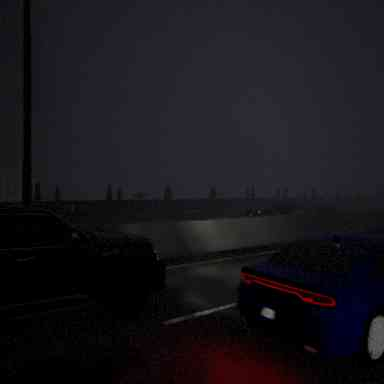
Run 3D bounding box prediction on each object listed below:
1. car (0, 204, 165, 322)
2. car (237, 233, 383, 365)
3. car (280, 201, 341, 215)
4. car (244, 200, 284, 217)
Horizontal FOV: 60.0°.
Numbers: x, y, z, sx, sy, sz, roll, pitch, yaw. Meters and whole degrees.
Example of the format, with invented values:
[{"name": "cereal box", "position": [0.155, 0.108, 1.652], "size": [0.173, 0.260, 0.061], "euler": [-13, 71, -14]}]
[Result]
[{"name": "car", "position": [-3.191, 1.222, 5.771], "size": [5.566, 2.045, 2.150], "euler": [0, 0, -36]}, {"name": "car", "position": [3.039, 1.475, 5.917], "size": [5.008, 1.535, 1.882], "euler": [0, 0, -36]}, {"name": "car", "position": [8.460, 1.529, 22.809], "size": [4.674, 1.442, 1.812], "euler": [0, 0, -35]}, {"name": "car", "position": [6.459, 1.338, 25.680], "size": [5.357, 1.411, 2.033], "euler": [0, 0, -36]}]
